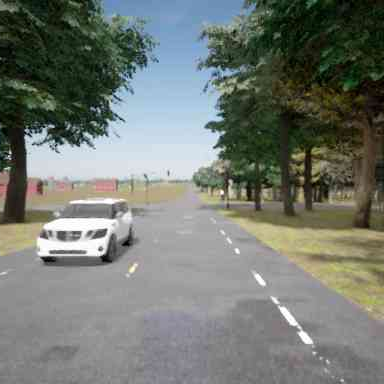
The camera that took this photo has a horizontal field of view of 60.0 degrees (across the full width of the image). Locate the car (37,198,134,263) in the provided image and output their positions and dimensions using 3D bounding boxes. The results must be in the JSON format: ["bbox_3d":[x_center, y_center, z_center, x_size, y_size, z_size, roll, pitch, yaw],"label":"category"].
[{"bbox_3d":[-3.594,1.253,12.373,2.150,2.045,5.566,0,0,0],"label":"car"}]
